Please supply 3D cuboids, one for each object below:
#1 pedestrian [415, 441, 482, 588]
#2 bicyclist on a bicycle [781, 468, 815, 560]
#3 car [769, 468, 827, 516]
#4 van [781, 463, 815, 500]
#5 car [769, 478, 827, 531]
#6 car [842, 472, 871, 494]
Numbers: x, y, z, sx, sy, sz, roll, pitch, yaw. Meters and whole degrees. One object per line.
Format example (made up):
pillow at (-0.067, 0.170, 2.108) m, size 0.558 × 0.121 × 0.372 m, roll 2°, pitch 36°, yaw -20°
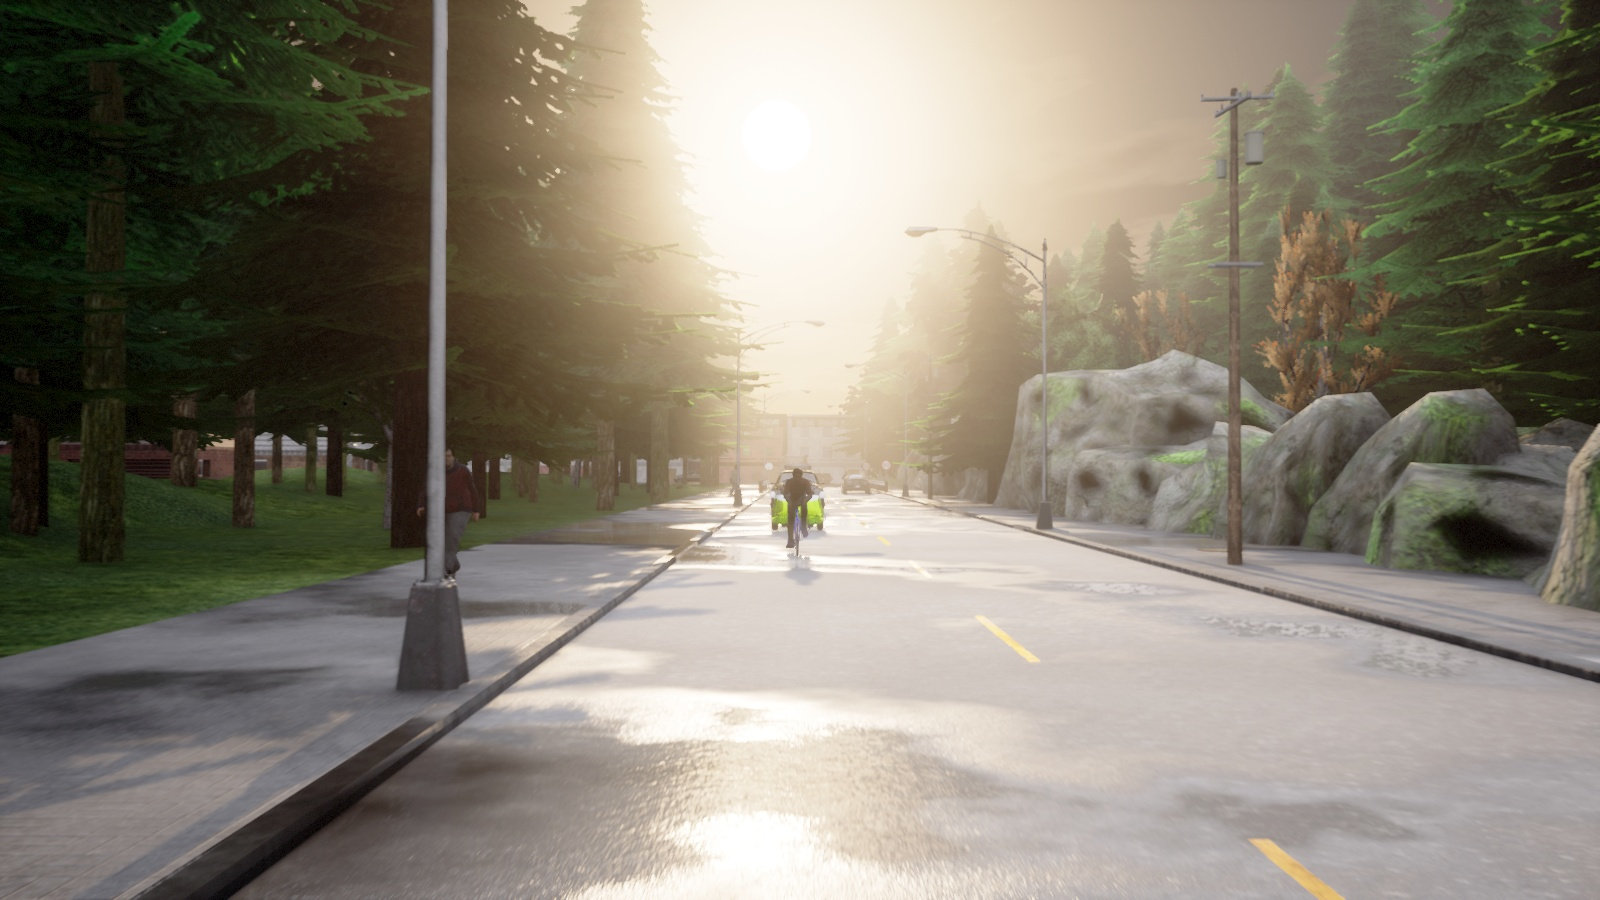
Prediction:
pedestrian at (-4.508, 0.813, 16.158) m, size 0.634 × 1.844 × 0.899 m, roll 0°, pitch -1°, yaw -2°
bicyclist on a bicycle at (-0.037, 1.155, 23.145) m, size 0.582 × 1.620 × 1.656 m, roll 0°, pitch -1°, yaw 0°
car at (-0.072, 1.523, 46.456) m, size 2.033 × 1.649 × 4.856 m, roll 0°, pitch -1°, yaw 0°
van at (-0.107, 1.725, 69.223) m, size 1.775 × 1.987 × 4.442 m, roll 0°, pitch -1°, yaw 0°
car at (-0.053, 1.432, 33.636) m, size 1.481 × 1.376 × 2.207 m, roll 0°, pitch -1°, yaw 0°
car at (3.869, 2.276, 86.709) m, size 1.812 × 1.442 × 4.674 m, roll 0°, pitch -1°, yaw 0°
